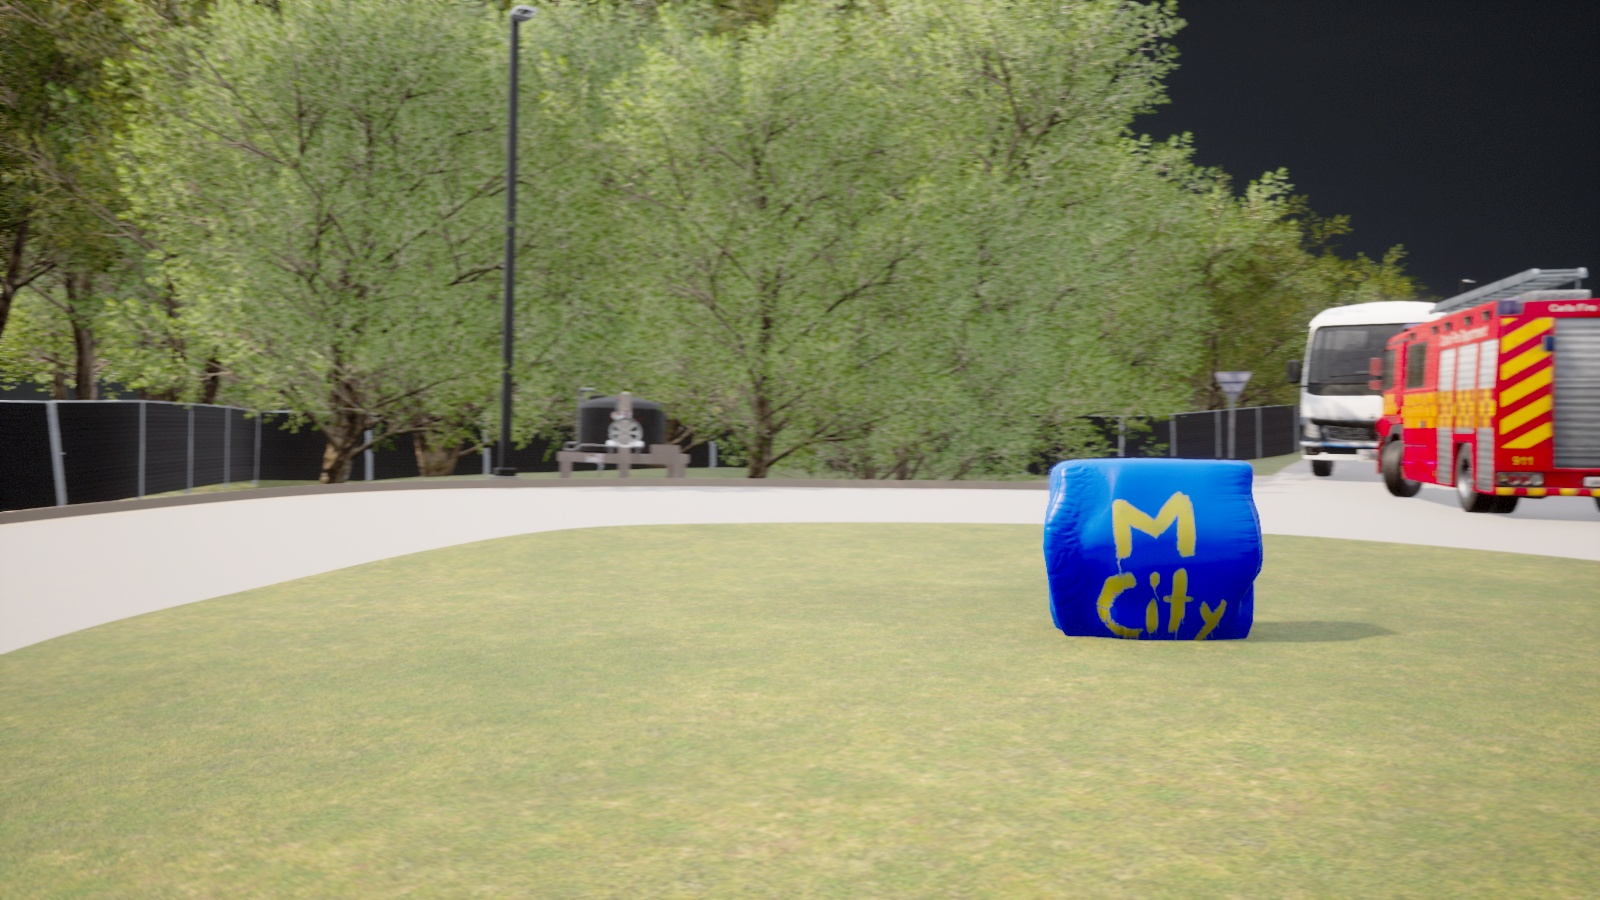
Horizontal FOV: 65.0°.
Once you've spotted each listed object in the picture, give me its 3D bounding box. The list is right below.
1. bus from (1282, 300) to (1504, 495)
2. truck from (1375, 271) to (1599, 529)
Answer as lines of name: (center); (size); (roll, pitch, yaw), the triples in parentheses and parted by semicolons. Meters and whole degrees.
bus: (15.723, -1.555, 32.701); (3.944, 4.253, 10.273); (1, 5, 32)
truck: (12.900, -0.809, 22.761); (2.891, 3.827, 8.468); (1, 1, 14)
